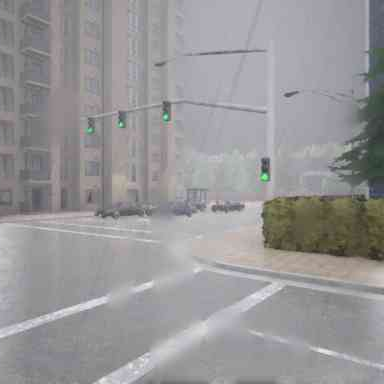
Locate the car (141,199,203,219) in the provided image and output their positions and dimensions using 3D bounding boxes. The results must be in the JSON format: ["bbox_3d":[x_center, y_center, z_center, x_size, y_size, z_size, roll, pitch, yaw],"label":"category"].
[{"bbox_3d":[-1.624,1.547,29.414,2.033,1.411,5.357,0,0,36],"label":"car"}]

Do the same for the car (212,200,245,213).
[{"bbox_3d":[4.029,1.601,37.158,1.895,1.301,4.718,0,0,36],"label":"car"}]

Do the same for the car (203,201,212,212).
[{"bbox_3d":[-0.270,1.491,37.206,2.128,1.511,4.902,0,0,36],"label":"car"}]

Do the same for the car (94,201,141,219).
[{"bbox_3d":[-5.960,1.547,29.407,2.033,1.411,5.357,0,0,36],"label":"car"}]
